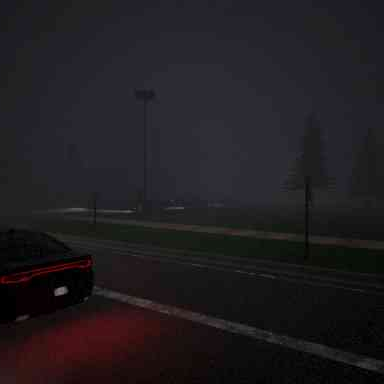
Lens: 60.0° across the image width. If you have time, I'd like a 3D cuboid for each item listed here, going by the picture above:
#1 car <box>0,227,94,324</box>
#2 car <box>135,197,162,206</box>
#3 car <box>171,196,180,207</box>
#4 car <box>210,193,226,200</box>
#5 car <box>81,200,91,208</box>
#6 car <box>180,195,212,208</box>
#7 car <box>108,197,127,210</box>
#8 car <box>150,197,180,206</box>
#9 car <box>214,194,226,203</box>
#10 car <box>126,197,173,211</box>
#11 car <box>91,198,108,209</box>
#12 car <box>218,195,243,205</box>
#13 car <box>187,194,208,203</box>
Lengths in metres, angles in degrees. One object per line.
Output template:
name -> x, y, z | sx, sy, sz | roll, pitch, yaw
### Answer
car -> -4.162, 1.478, 6.932 | 5.008, 1.535, 1.882 | 0, 0, 36
car -> -7.315, 1.601, 56.361 | 1.895, 1.301, 4.718 | 0, 0, 35
car -> -2.551, 1.352, 50.967 | 2.097, 1.767, 4.553 | 0, 0, 35
car -> 5.225, 1.224, 68.005 | 2.150, 2.045, 5.566 | 0, 0, 35
car -> -13.624, 1.564, 47.375 | 1.994, 1.385, 4.181 | 0, 0, 34
car -> 0.584, 1.564, 49.333 | 1.994, 1.385, 4.181 | 0, 0, 35
car -> -8.158, 1.526, 42.932 | 1.812, 1.442, 4.674 | 0, 0, 34
car -> -4.333, 1.547, 54.524 | 2.033, 1.411, 5.357 | 0, 0, 35
car -> 7.106, 1.548, 64.627 | 2.033, 1.411, 5.357 | 0, 0, 36
car -> -5.136, 1.547, 41.182 | 2.033, 1.411, 5.357 | 0, 0, 35
car -> -10.726, 1.491, 45.401 | 2.128, 1.511, 4.902 | 0, 0, 35
car -> 7.077, 1.601, 58.576 | 1.895, 1.301, 4.718 | 0, 0, 35
car -> 1.143, 1.353, 68.300 | 2.097, 1.767, 4.553 | 0, 0, 35
